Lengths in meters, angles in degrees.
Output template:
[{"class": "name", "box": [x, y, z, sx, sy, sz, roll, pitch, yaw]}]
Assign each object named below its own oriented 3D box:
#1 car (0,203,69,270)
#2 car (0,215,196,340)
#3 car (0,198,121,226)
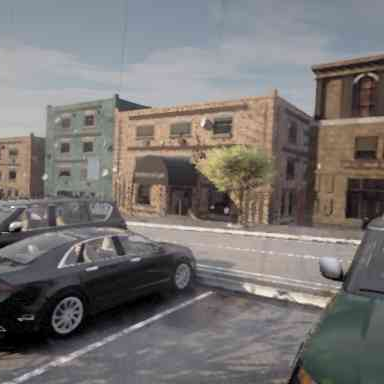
[{"class": "car", "box": [-6.343, 1.300, 9.944, 2.185, 1.767, 4.553, 0, 0, 35]}, {"class": "car", "box": [-1.796, 1.448, 6.665, 2.231, 1.521, 4.892, 0, 0, 35]}, {"class": "car", "box": [-4.094, 1.185, 8.272, 2.435, 2.045, 5.566, 0, 0, 35]}]
